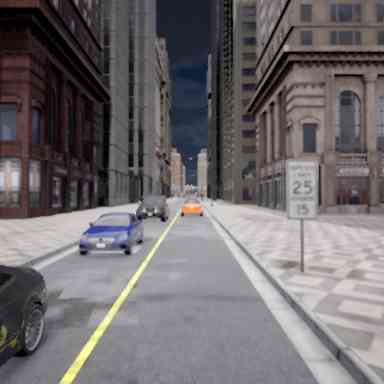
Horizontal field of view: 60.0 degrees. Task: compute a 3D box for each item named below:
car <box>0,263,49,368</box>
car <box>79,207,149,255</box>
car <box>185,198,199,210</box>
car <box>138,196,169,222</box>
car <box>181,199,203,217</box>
[{"bbox_3d":[-3.094,1.536,3.366,1.812,1.442,4.674,0,0,0],"label":"car"},{"bbox_3d":[-3.090,1.568,13.615,1.812,1.442,4.674,0,0,0],"label":"car"},{"bbox_3d":[0.032,1.649,46.406,1.882,1.535,5.008,0,0,1],"label":"car"},{"bbox_3d":[-3.081,1.315,27.300,2.150,2.045,5.566,0,0,0],"label":"car"},{"bbox_3d":[0.004,1.467,33.268,2.097,1.767,4.553,0,0,0],"label":"car"}]
